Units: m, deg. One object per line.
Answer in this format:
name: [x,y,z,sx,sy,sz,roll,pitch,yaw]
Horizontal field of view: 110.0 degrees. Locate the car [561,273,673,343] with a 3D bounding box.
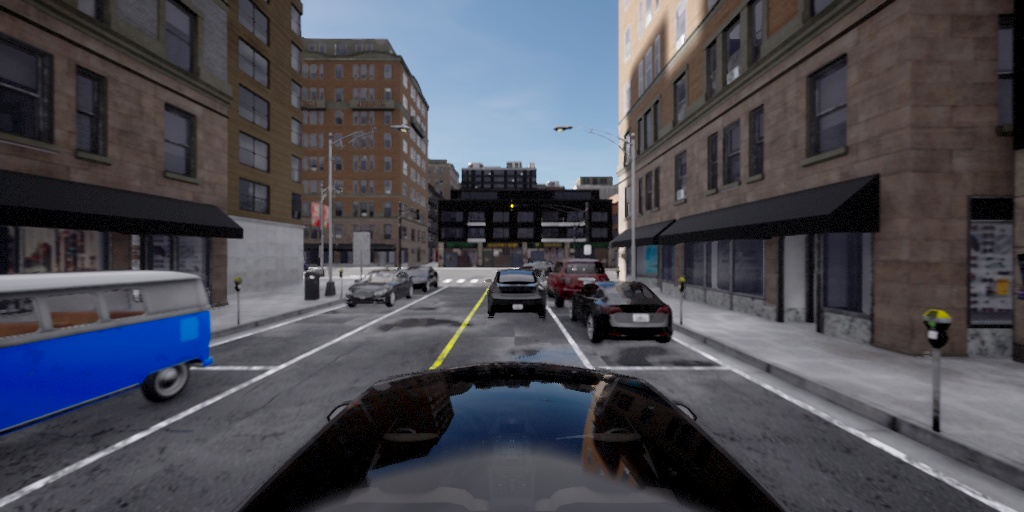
car: [2.641,1.295,9.417,1.948,1.339,4.313,0,0,0]

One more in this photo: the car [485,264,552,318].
car: [0.115,1.225,12.844,1.837,1.490,4.892,0,0,-1]

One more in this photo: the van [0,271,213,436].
van: [-5.386,1.085,3.759,1.690,1.789,3.998,0,0,0]

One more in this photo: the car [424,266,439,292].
car: [-5.379,1.264,20.745,1.948,1.339,4.313,0,0,0]

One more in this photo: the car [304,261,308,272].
car: [-25.216,0.886,39.662,4.553,1.767,2.097,0,0,0]

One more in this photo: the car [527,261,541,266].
car: [2.581,1.196,30.703,1.837,1.490,4.892,-2,-1,37]

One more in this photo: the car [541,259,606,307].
car: [2.644,1.028,15.079,2.192,1.841,5.009,0,0,0]

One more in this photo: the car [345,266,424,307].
car: [-5.381,1.264,15.083,2.007,1.370,4.403,0,0,0]
